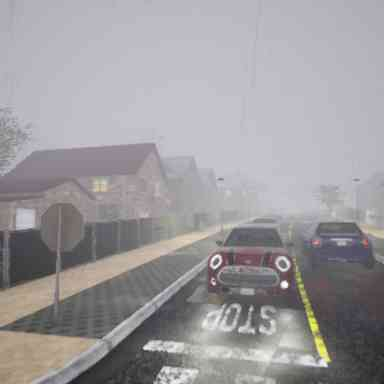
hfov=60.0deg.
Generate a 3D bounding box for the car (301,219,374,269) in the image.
[{"bbox_3d":[5.613,1.858,13.395,2.097,1.767,4.553,-1,-3,14],"label":"car"}]

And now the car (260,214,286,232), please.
[{"bbox_3d":[7.525,2.760,30.566,2.033,1.411,5.357,-2,-3,17],"label":"car"}]

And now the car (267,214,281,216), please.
[{"bbox_3d":[4.450,2.312,20.140,1.837,1.490,4.892,-1,-2,15],"label":"car"}]

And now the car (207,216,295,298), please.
[{"bbox_3d":[1.855,1.747,9.723,2.097,1.767,4.553,-1,-2,16],"label":"car"}]
